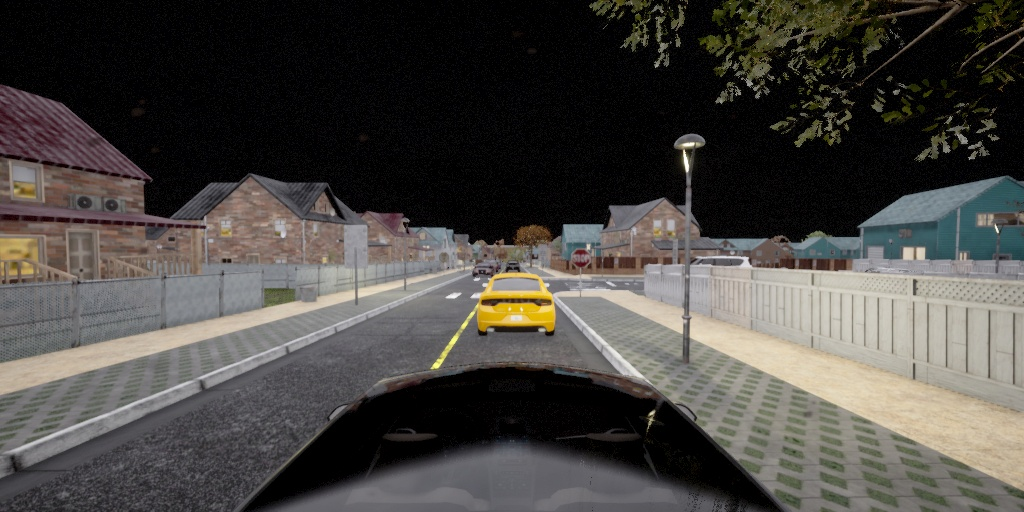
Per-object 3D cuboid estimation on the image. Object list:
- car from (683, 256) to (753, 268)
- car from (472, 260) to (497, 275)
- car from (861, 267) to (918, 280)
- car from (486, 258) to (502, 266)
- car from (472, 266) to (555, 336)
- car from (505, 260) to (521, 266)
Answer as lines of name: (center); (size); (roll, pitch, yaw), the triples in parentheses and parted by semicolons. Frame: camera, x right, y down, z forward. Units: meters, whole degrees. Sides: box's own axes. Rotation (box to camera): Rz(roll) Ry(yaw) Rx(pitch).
car: (13.406, 1.013, 24.661); (5.566, 2.045, 2.150); (1, 2, 8)
car: (-2.828, 1.363, 35.809); (1.994, 1.385, 4.181); (0, 0, 0)
car: (23.517, 1.427, 22.798); (4.674, 1.442, 1.812); (1, 2, 13)
car: (-2.811, 1.196, 46.273); (2.097, 1.767, 4.553); (0, 0, 0)
car: (0.117, 1.226, 10.433); (1.882, 1.535, 5.008); (0, 0, 0)
car: (0.126, 1.367, 49.666); (1.837, 1.490, 4.892); (0, 0, 0)
